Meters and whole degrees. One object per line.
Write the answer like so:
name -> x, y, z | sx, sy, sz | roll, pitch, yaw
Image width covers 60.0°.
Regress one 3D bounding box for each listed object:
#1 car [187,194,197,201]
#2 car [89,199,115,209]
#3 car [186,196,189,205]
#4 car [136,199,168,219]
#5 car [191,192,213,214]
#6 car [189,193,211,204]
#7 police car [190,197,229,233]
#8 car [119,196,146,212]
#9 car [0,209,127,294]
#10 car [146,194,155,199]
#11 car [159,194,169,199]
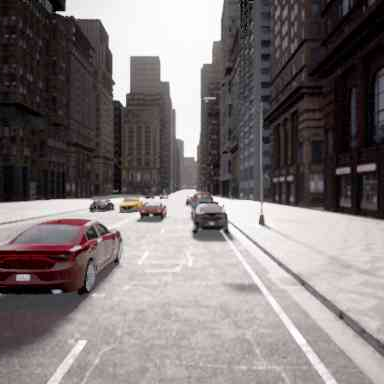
car -> 0.029, 1.141, 70.208 | 2.128, 1.511, 4.902 | 0, 0, 0
car -> -9.829, 1.409, 36.496 | 1.994, 1.385, 4.181 | 0, 0, 0
car -> 0.022, 1.358, 52.164 | 1.994, 1.385, 4.181 | 0, 0, 0
car -> -3.139, 1.480, 27.796 | 1.895, 1.301, 4.718 | 0, 0, 0
car -> 0.990, 1.077, 34.928 | 2.150, 2.045, 5.566 | 0, 0, 0
car -> 0.987, 1.227, 28.868 | 2.097, 1.767, 4.553 | 0, 0, 0
police car -> 0.983, 1.340, 19.008 | 1.930, 1.638, 5.238 | 0, 0, 0
car -> -6.580, 1.325, 35.993 | 1.882, 1.535, 5.008 | 0, 0, 0
car -> -3.148, 1.436, 8.692 | 1.882, 1.535, 5.008 | 0, 0, 0
car -> -9.719, 1.179, 76.943 | 1.895, 1.301, 4.718 | 0, 0, 0
car -> -6.468, 1.216, 76.562 | 1.994, 1.385, 4.181 | 0, 0, 0
